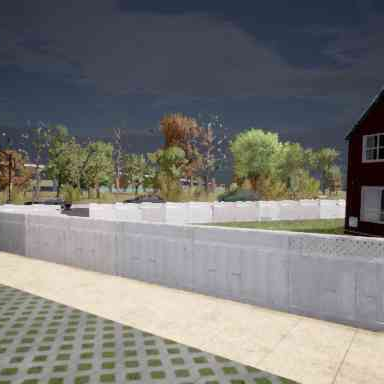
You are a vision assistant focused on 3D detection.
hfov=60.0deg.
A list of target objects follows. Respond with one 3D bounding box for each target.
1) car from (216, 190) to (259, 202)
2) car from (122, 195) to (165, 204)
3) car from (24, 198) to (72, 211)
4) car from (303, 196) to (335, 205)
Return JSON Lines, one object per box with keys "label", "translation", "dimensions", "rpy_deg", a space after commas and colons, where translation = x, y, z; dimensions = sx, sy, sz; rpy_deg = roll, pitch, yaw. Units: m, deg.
{"label": "car", "translation": [5.757, 0.733, 41.545], "dimensions": [5.566, 2.045, 2.150], "rpy_deg": [0, 2, -19]}
{"label": "car", "translation": [-5.480, 1.091, 37.803], "dimensions": [4.892, 1.490, 1.837], "rpy_deg": [0, 2, -19]}
{"label": "car", "translation": [-14.967, 1.259, 34.634], "dimensions": [4.718, 1.301, 1.895], "rpy_deg": [0, 2, -18]}
{"label": "car", "translation": [14.932, 1.176, 37.572], "dimensions": [5.008, 1.535, 1.882], "rpy_deg": [0, 2, -18]}
